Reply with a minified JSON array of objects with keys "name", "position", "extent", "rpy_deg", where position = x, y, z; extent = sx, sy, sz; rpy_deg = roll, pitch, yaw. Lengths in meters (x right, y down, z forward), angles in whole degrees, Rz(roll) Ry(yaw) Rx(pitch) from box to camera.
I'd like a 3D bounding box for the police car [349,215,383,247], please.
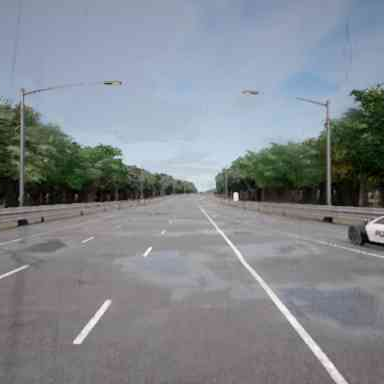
[{"name":"police car","position":[8.175,1.534,12.954],"extent":[2.038,1.542,4.974],"rpy_deg":[0,-1,-10]}]
